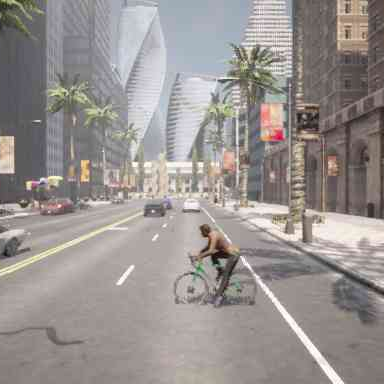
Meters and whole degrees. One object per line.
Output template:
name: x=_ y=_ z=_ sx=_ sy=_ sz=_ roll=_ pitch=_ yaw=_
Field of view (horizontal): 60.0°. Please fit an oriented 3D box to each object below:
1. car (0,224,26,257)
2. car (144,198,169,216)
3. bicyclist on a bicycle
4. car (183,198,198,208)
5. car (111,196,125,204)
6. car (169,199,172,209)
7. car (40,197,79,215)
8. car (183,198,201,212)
car: x=-7.133 y=1.601 z=10.191 sx=1.895 sy=1.301 sz=4.718 roll=0 pitch=0 yaw=0
car: x=-3.516 y=1.503 z=32.349 sx=1.837 sy=1.490 sz=4.892 roll=0 pitch=-1 yaw=-1
bicyclist on a bicycle: x=0.445 y=1.451 z=6.569 sx=1.656 sy=1.620 sz=0.582 roll=-2 pitch=0 yaw=0
car: x=-0.211 y=1.564 z=47.996 sx=1.994 sy=1.385 sz=4.181 roll=0 pitch=0 yaw=-1
car: x=-14.103 y=1.481 z=63.534 sx=2.231 sy=1.521 sz=4.892 roll=0 pitch=0 yaw=-1
car: x=-3.667 y=1.526 z=44.874 sx=1.812 sy=1.442 sz=4.674 roll=0 pitch=0 yaw=-1
car: x=-13.723 y=1.354 z=34.162 sx=2.185 sy=1.767 sz=4.553 roll=0 pitch=0 yaw=-1
car: x=-0.083 y=1.526 z=38.148 sx=1.812 sy=1.442 sz=4.674 roll=0 pitch=0 yaw=0
